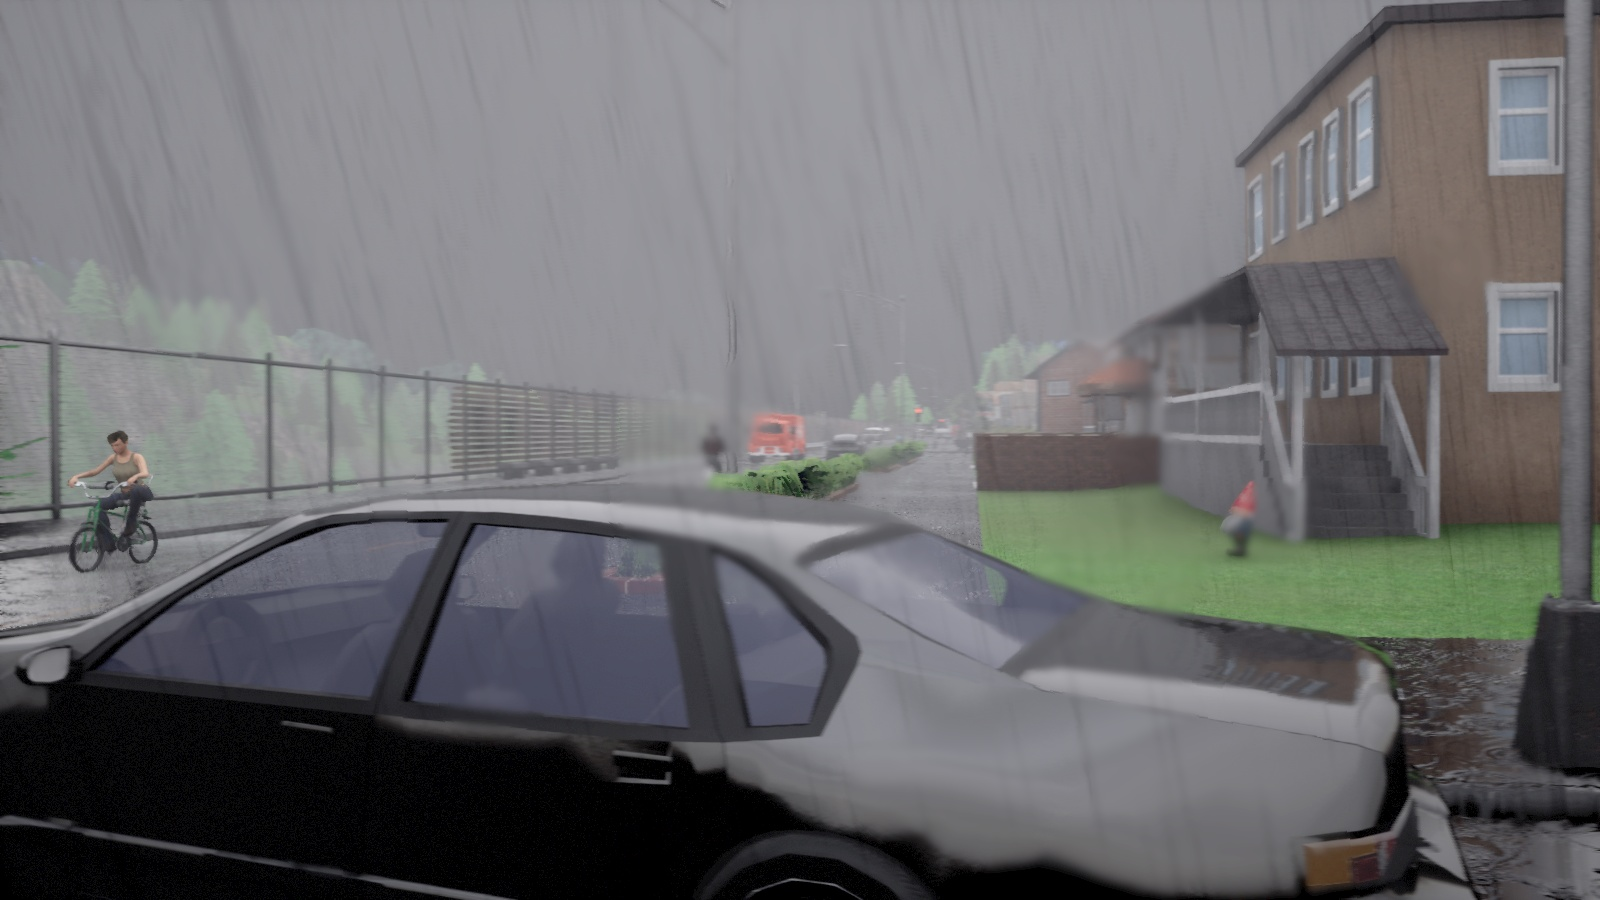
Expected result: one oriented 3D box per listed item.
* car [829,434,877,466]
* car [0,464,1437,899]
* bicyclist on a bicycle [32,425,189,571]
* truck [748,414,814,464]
[{"bbox_3d":[2.642,-0.029,61.337,1.837,1.490,4.892,0,1,8],"label":"car"},{"bbox_3d":[-0.983,0.812,4.132,5.357,1.411,2.033,1,1,23],"label":"car"},{"bbox_3d":[-8.003,0.517,14.646,0.866,1.612,1.509,0,1,8],"label":"bicyclist on a bicycle"},{"bbox_3d":[-0.898,-0.587,64.840,2.627,2.467,5.204,0,1,8],"label":"truck"}]
